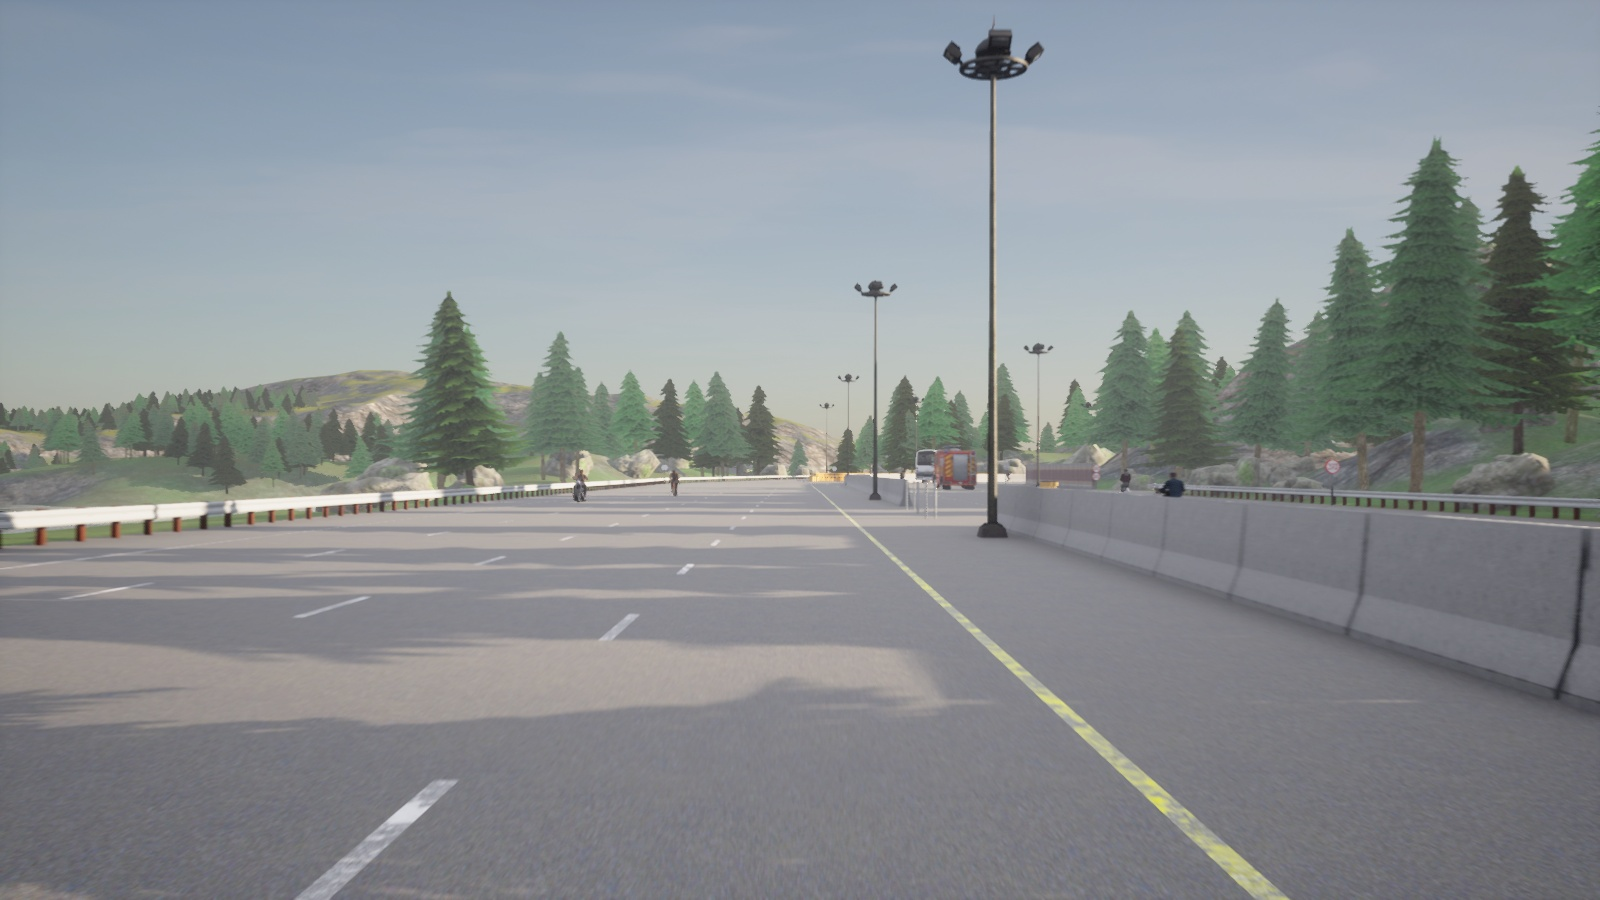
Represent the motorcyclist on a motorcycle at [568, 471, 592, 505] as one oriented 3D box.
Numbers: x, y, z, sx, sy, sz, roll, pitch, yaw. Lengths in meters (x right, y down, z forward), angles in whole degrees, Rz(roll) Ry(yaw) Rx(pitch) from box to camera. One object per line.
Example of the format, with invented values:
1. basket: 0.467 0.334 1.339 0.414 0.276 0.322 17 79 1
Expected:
1. motorcyclist on a motorcycle: -10.644 1.824 60.922 0.766 1.649 2.350 0 -1 0
